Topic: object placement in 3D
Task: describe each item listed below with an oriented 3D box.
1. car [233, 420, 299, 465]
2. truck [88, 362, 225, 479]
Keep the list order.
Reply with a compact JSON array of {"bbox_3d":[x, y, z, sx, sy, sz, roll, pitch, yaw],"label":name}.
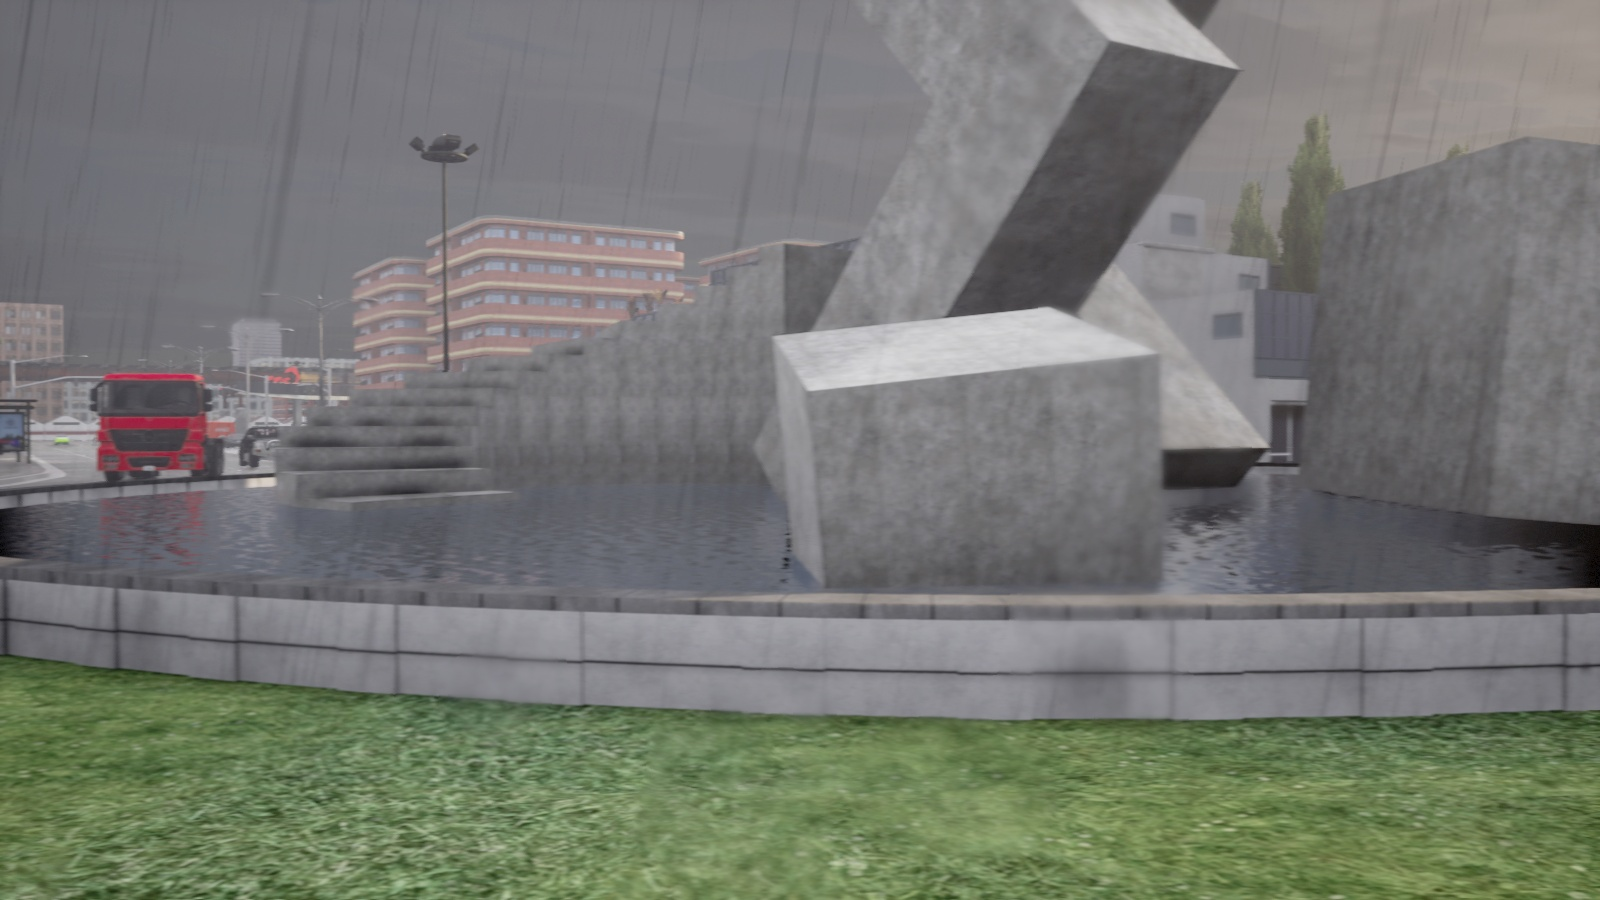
[{"bbox_3d":[-23.027,-0.364,54.078,1.932,1.855,4.605,0,1,-32],"label":"car"},{"bbox_3d":[-20.927,-0.936,41.280,2.891,3.462,7.936,0,1,-19],"label":"truck"}]
